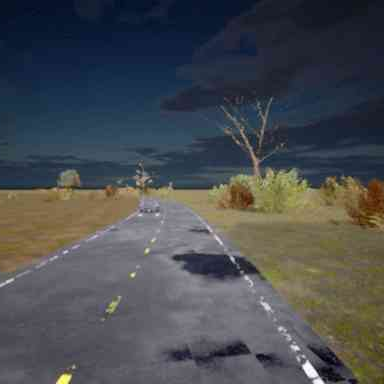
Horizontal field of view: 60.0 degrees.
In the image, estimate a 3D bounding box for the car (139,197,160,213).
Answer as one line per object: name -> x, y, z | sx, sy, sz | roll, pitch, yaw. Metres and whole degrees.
car -> -4.527, 1.291, 36.005 | 2.097, 1.767, 4.553 | 0, 0, -4
